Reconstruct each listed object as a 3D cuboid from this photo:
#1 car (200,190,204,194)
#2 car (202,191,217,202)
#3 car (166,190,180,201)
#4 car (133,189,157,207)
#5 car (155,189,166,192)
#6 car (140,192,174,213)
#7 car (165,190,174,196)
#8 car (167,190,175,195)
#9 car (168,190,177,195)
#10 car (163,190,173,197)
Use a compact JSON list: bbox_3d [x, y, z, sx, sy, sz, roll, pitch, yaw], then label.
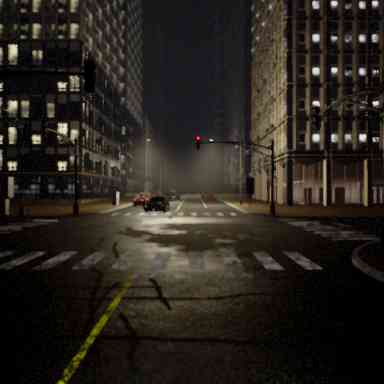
[{"bbox_3d":[2.823,0.567,61.063,1.752,1.417,4.829,1,1,0],"label":"car"},{"bbox_3d":[2.799,0.800,49.739,1.802,1.307,4.206,1,1,0],"label":"car"},{"bbox_3d":[-2.894,0.619,54.633,2.128,1.511,4.902,0,1,0],"label":"car"},{"bbox_3d":[-5.599,0.834,38.542,1.967,1.590,4.097,1,1,0],"label":"car"},{"bbox_3d":[-5.575,0.534,49.690,2.192,1.841,5.009,1,1,0],"label":"car"},{"bbox_3d":[-3.061,1.094,30.069,1.812,1.442,4.674,0,2,3],"label":"car"},{"bbox_3d":[-5.515,0.247,83.140,2.008,1.369,4.403,1,1,0],"label":"car"},{"bbox_3d":[-5.504,0.154,88.714,1.887,1.381,4.507,1,1,0],"label":"car"},{"bbox_3d":[-5.493,0.073,94.289,2.008,1.369,4.403,1,1,0],"label":"car"},{"bbox_3d":[-5.526,0.328,77.565,1.887,1.381,4.507,1,1,0],"label":"car"}]
